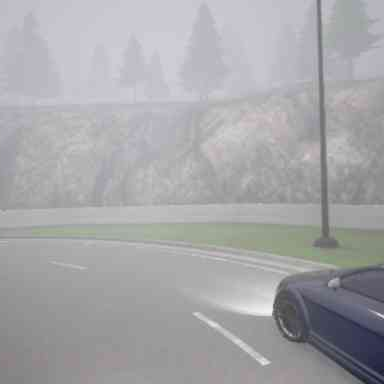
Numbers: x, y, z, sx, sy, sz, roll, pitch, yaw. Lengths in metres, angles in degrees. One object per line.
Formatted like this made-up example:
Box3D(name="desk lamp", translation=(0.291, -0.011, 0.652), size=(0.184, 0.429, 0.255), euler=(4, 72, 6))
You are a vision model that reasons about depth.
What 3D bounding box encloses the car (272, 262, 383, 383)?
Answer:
Box3D(name="car", translation=(2.690, 1.480, 3.972), size=(1.994, 1.385, 4.181), euler=(-2, 0, -16))
